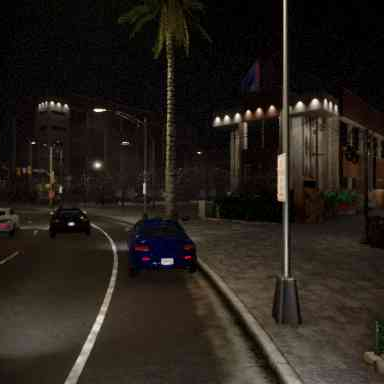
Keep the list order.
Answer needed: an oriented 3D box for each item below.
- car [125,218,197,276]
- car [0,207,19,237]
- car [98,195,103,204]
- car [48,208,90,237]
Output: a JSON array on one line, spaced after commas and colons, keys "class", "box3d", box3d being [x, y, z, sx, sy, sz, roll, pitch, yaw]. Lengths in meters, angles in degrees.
[{"class": "car", "box3d": [-1.073, 1.524, 10.346, 1.812, 1.442, 4.674, 0, 0, -12]}, {"class": "car", "box3d": [-10.289, 1.515, 17.570, 1.812, 1.442, 4.674, 0, 0, -24]}, {"class": "car", "box3d": [-14.576, 1.238, 56.454, 4.553, 1.767, 2.185, 0, 0, 42]}, {"class": "car", "box3d": [-6.836, 1.558, 18.410, 1.994, 1.385, 4.181, 0, 0, -24]}]
